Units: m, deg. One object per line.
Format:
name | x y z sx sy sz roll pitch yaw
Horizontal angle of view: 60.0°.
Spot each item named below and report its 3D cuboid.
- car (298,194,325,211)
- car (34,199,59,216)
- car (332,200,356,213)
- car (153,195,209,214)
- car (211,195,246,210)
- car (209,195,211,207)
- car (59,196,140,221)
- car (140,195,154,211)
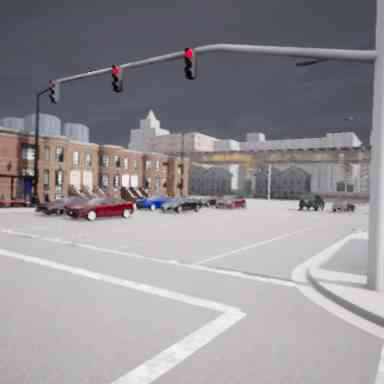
car | 14.962 1.255 41.452 2.150 2.045 5.566 2 1 33
car | -8.888 1.014 25.034 2.033 1.411 5.357 2 1 34
car | 18.177 1.702 39.765 2.033 1.411 5.357 2 1 36
car | -0.909 1.147 30.645 2.128 1.511 4.902 2 1 34
car | 4.542 1.088 38.745 2.097 1.767 4.553 2 1 34
car | 2.108 1.120 41.402 2.128 1.511 4.902 2 1 34
car | -6.156 1.056 22.809 1.882 1.535 5.008 2 1 34
car | -3.483 1.024 33.090 1.882 1.535 5.008 2 1 34
